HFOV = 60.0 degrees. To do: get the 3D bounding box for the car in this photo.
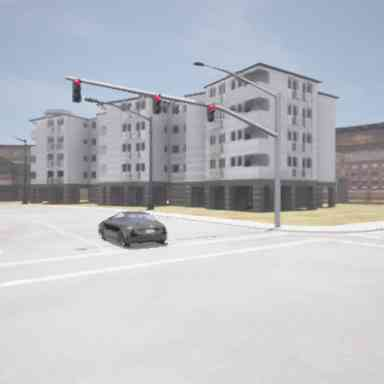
[{"bbox_3d":[-2.772,1.556,15.122,1.994,1.385,4.181,0,0,-33],"label":"car"}]
